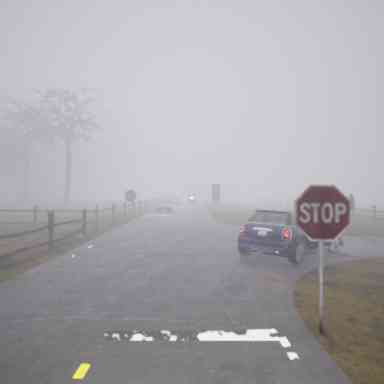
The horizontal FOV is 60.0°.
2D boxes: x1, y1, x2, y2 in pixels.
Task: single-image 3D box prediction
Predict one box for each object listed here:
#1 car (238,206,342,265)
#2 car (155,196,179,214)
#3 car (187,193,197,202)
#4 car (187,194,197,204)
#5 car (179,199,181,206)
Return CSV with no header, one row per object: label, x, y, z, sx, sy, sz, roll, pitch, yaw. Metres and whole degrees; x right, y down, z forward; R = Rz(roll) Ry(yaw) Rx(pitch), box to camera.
car,3.675,1.370,12.047,2.097,1.767,4.553,1,-1,43
car,-2.832,1.490,35.507,2.033,1.411,5.357,0,0,0
car,0.034,1.206,71.364,2.097,1.767,4.553,0,0,0
car,0.029,1.513,60.757,2.033,1.411,5.357,0,0,0
car,-2.808,1.458,52.038,1.837,1.490,4.892,0,0,0
